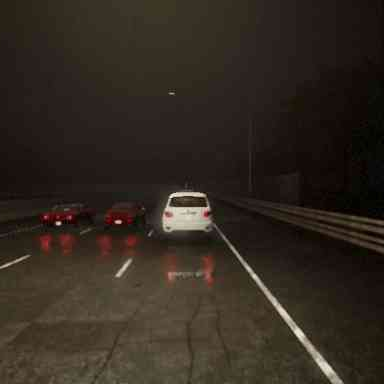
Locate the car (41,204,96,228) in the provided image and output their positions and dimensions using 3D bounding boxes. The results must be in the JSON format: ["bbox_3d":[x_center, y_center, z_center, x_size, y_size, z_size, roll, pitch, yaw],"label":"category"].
[{"bbox_3d":[-7.292,1.382,20.263,1.895,1.301,4.718,0,1,-1],"label":"car"}]

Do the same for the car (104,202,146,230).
[{"bbox_3d":[-3.767,1.320,19.106,1.812,1.442,4.674,0,1,-1],"label":"car"}]

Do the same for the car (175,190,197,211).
[{"bbox_3d":[-0.627,0.812,34.964,2.150,2.045,5.566,0,1,-1],"label":"car"}]

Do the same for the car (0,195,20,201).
[{"bbox_3d":[-21.824,1.085,38.733,1.837,1.490,4.892,0,1,-1],"label":"car"}]

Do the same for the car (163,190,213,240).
[{"bbox_3d":[-0.205,1.049,16.139,2.150,2.045,5.566,0,1,-1],"label":"car"}]
